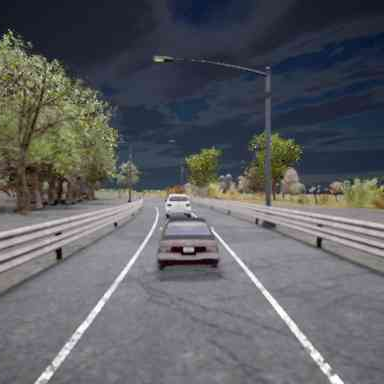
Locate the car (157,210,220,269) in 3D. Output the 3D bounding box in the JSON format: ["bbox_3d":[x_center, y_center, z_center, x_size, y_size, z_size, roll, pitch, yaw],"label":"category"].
[{"bbox_3d":[-0.165,1.565,11.249,2.033,1.411,5.357,0,0,-2],"label":"car"}]

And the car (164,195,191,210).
[{"bbox_3d":[-1.341,1.255,30.541,2.150,2.045,5.566,0,0,-5],"label":"car"}]
